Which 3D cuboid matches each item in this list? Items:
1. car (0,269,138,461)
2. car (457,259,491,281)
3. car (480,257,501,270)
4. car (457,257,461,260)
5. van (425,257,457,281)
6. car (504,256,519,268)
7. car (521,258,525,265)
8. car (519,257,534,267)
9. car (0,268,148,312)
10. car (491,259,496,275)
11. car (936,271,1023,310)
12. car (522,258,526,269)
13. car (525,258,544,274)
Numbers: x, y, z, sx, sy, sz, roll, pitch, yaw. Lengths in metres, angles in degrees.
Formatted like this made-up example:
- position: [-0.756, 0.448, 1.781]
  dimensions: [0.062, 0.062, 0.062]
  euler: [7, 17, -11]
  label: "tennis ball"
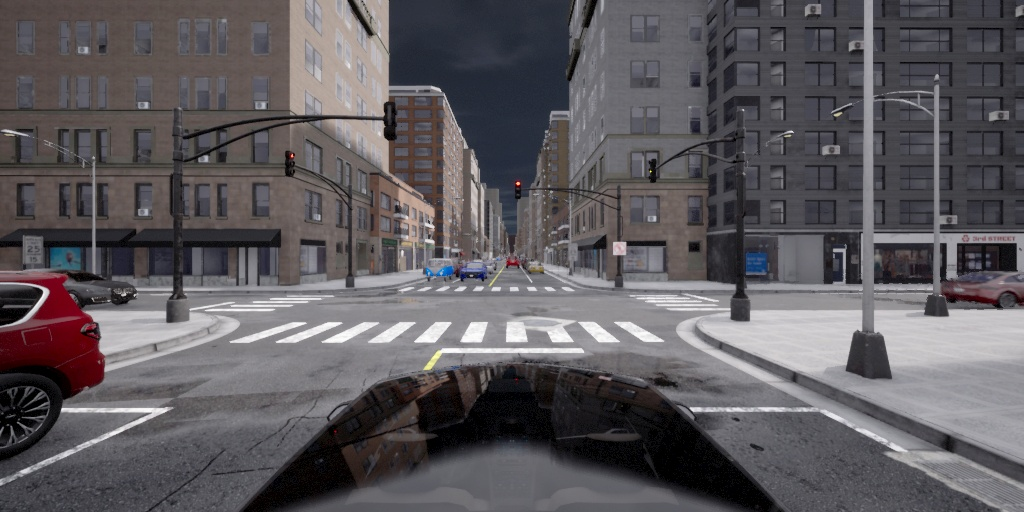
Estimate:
- position: [-5.857, 1.065, 2.183]
  dimensions: [2.192, 1.841, 5.009]
  euler: [0, 0, 0]
  label: "car"
- position: [-3.081, 1.225, 29.707]
  dimensions: [1.882, 1.535, 5.008]
  euler: [0, 0, 0]
  label: "car"
- position: [-3.055, 1.235, 49.636]
  dimensions: [2.128, 1.511, 4.902]
  euler: [0, 0, 0]
  label: "car"
- position: [-5.836, 1.061, 34.727]
  dimensions: [2.192, 1.841, 5.009]
  euler: [0, 0, 0]
  label: "car"
- position: [-5.839, 1.088, 29.131]
  dimensions: [1.690, 1.789, 3.998]
  euler: [0, 0, 0]
  label: "van"
- position: [0.140, 0.961, 59.881]
  dimensions: [2.150, 2.045, 5.566]
  euler: [0, 0, 0]
  label: "car"
- position: [2.702, 1.309, 51.530]
  dimensions: [1.948, 1.339, 4.313]
  euler: [0, 0, 0]
  label: "car"
- position: [2.706, 1.057, 57.124]
  dimensions: [2.192, 1.841, 5.009]
  euler: [0, 0, 0]
  label: "car"
- position: [-17.567, 1.264, 13.906]
  dimensions: [4.892, 1.490, 1.837]
  euler: [0, 0, -2]
  label: "car"
- position: [-3.073, 1.347, 39.641]
  dimensions: [1.895, 1.301, 4.718]
  euler: [0, 0, 0]
  label: "car"
- position: [19.615, 1.308, 14.127]
  dimensions: [4.181, 1.385, 1.994]
  euler: [0, 0, 0]
  label: "car"
- position: [2.698, 1.295, 45.935]
  dimensions: [2.007, 1.370, 4.403]
  euler: [0, 0, 0]
  label: "car"
- position: [2.694, 1.271, 40.511]
  dimensions: [1.751, 1.417, 4.829]
  euler: [0, 0, 0]
  label: "car"
